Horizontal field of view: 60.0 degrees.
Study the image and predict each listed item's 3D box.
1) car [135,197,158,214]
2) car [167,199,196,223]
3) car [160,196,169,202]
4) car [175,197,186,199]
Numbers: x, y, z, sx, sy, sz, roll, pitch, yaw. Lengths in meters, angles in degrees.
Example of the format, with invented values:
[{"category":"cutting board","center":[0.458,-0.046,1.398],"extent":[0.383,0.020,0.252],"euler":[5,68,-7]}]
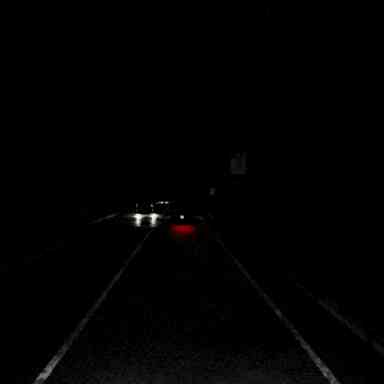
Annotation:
[{"category":"car","center":[-4.872,1.369,35.804],"extent":[2.097,1.767,4.553],"euler":[0,0,-2]},{"category":"car","center":[-0.793,1.520,25.927],"extent":[1.837,1.490,4.892],"euler":[0,0,-2]},{"category":"car","center":[-6.314,1.563,76.693],"extent":[2.033,1.411,5.357],"euler":[0,0,-2]},{"category":"car","center":[-1.401,1.374,41.643],"extent":[2.097,1.767,4.553],"euler":[0,0,-2]}]
